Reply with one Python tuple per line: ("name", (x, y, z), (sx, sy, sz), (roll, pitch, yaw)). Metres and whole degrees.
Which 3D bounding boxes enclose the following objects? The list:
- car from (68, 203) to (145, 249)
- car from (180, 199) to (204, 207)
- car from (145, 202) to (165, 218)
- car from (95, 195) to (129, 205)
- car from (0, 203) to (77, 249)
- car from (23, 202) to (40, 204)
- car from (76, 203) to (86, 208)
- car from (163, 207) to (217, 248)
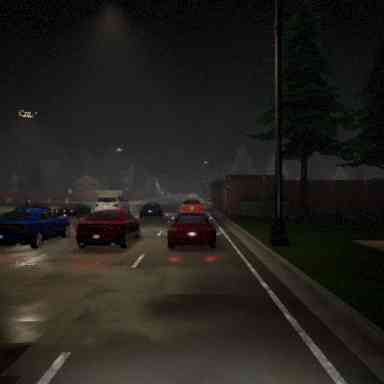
("car", (-3.500, 1.482, 14.650), (1.882, 1.535, 5.008), (0, 0, 0))
("car", (0.000, 1.363, 29.620), (2.097, 1.767, 4.553), (0, 0, 0))
("car", (-3.500, 1.570, 29.650), (1.994, 1.385, 4.181), (0, 0, 0))
("car", (-7.000, 1.255, 29.680), (2.150, 2.045, 5.566), (0, 0, 0))
("car", (-7.000, 1.482, 14.650), (1.882, 1.535, 5.008), (0, 0, 0))
("car", (-14.152, 1.569, 29.650), (1.994, 1.385, 4.181), (0, 0, 0))
("car", (-10.500, 1.613, 29.680), (1.895, 1.301, 4.718), (0, 0, 0))
("car", (0.000, 1.569, 14.650), (1.994, 1.385, 4.181), (0, 0, 0))
